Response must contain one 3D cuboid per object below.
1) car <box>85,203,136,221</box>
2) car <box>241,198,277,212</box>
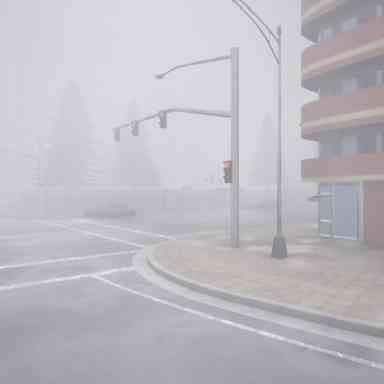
[{"bbox_3d":[-6.895,1.619,28.199,4.181,1.385,1.994,0,0,-37],"label":"car"},{"bbox_3d":[7.920,1.533,39.420,5.008,1.535,1.882,0,0,-37],"label":"car"}]
